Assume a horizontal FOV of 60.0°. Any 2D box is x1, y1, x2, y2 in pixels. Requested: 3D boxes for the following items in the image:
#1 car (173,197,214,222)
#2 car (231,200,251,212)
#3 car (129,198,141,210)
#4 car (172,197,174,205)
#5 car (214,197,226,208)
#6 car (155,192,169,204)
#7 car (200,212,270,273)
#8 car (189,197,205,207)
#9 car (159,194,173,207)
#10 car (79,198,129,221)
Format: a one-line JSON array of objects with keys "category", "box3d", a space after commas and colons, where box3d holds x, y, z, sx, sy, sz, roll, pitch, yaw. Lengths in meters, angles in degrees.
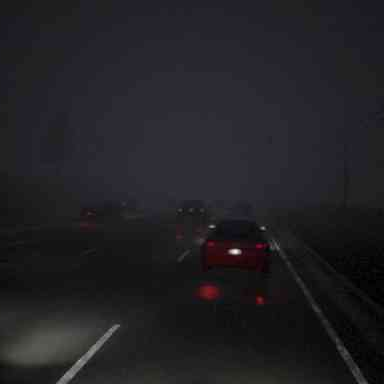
[{"category": "car", "box3d": [0.250, 1.359, 25.952, 2.097, 1.767, 4.553, 1, 0, 9]}, {"category": "car", "box3d": [5.068, 1.576, 34.225, 1.882, 1.535, 5.008, 1, 0, 9]}, {"category": "car", "box3d": [-8.013, 1.397, 41.284, 2.033, 1.411, 5.357, 1, 0, 10]}, {"category": "car", "box3d": [-0.711, 1.537, 43.318, 2.033, 1.411, 5.357, 1, 0, 9]}, {"category": "car", "box3d": [4.087, 1.586, 50.785, 1.837, 1.490, 4.892, 1, 0, 9]}, {"category": "car", "box3d": [-5.035, 1.119, 60.456, 2.150, 2.045, 5.566, 1, -1, 9]}, {"category": "car", "box3d": [1.468, 1.592, 10.945, 1.994, 1.385, 4.181, 1, 0, 9]}, {"category": "car", "box3d": [0.901, 1.585, 53.738, 1.994, 1.385, 4.181, 1, 0, 9]}, {"category": "car", "box3d": [-3.104, 1.422, 50.075, 1.882, 1.535, 5.008, 1, 0, 9]}, {"category": "car", "box3d": [-6.858, 1.349, 25.800, 1.882, 1.535, 5.008, 1, 0, 9]}]
